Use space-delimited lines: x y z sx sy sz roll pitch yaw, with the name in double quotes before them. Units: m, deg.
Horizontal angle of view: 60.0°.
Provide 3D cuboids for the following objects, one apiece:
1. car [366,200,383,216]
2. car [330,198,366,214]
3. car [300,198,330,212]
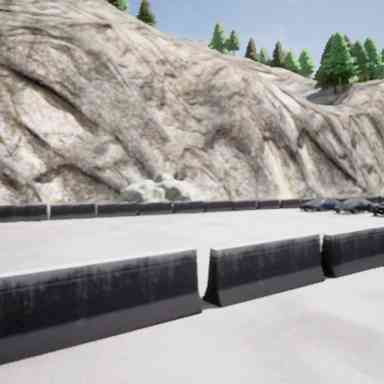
"car" 17.448 1.287 28.591 5.008 1.535 1.882 0 1 -35
"car" 15.465 1.307 31.476 4.674 1.442 1.812 0 1 -35
"car" 13.481 1.300 34.360 5.357 1.411 2.033 0 1 -35
